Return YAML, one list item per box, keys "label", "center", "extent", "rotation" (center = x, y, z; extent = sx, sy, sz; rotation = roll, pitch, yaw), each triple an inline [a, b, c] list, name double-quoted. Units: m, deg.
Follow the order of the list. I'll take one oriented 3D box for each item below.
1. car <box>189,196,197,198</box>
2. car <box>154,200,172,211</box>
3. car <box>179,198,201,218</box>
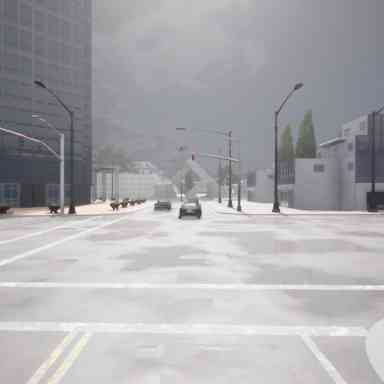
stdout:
- label: "car"
  center: [0.162, 1.491, 59.263]
  extent: [2.128, 1.511, 4.902]
  rotation: [0, 0, 2]
- label: "car"
  center: [-3.615, 1.601, 41.553]
  extent: [1.895, 1.301, 4.718]
  rotation: [0, 0, 0]
- label: "car"
  center: [-0.136, 1.577, 30.548]
  extent: [1.994, 1.385, 4.181]
  rotation: [0, 0, 2]
